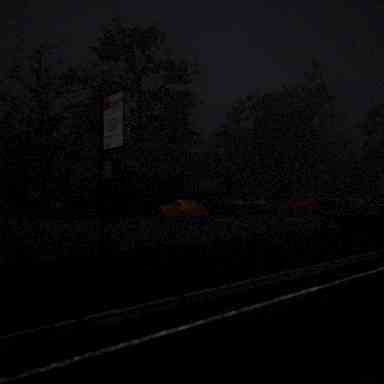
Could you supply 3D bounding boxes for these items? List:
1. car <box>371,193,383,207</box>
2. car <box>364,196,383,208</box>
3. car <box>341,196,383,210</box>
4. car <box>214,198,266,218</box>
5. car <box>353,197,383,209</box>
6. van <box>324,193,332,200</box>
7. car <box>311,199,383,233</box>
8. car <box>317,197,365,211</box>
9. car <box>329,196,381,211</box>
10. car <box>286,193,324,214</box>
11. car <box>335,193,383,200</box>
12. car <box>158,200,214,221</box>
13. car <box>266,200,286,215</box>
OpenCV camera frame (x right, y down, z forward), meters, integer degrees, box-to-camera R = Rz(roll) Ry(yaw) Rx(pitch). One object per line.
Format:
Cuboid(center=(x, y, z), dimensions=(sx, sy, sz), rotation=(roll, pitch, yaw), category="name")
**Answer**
Cuboid(center=(28.637, 1.113, 46.905), dimensions=(2.435, 2.045, 5.566), rotation=(0, 0, -36), category="car")
Cuboid(center=(26.339, 1.386, 45.332), dimensions=(2.163, 1.488, 4.792), rotation=(0, 0, -36), category="car")
Cuboid(center=(21.828, 1.346, 42.065), dimensions=(2.097, 1.535, 5.008), rotation=(0, 0, -36), category="car")
Cuboid(center=(3.687, 1.332, 29.133), dimensions=(2.097, 1.535, 5.008), rotation=(0, 0, -35), category="car")
Cuboid(center=(24.107, 1.381, 43.665), dimensions=(2.163, 1.488, 4.792), rotation=(0, 0, -36), category="car")
Cuboid(center=(12.690, 1.100, 35.687), dimensions=(1.878, 1.987, 4.442), rotation=(0, 0, -35), category="van")
Cuboid(center=(8.995, 1.343, 16.842), dimensions=(2.231, 1.521, 4.892), rotation=(0, 0, -35), category="car")
Cuboid(center=(17.293, 1.376, 38.828), dimensions=(2.002, 1.452, 4.674), rotation=(0, 0, -36), category="car")
Cuboid(center=(19.666, 1.338, 40.298), dimensions=(1.946, 1.575, 5.366), rotation=(0, 0, -36), category="car")
Cuboid(center=(10.512, 1.198, 33.952), dimensions=(2.185, 1.767, 4.553), rotation=(0, 0, -36), category="car")
Cuboid(center=(11.256, 1.080, 18.494), dimensions=(2.435, 2.045, 5.566), rotation=(0, 0, -35), category="car")
Cuboid(center=(-0.843, 1.355, 25.894), dimensions=(2.097, 1.535, 5.008), rotation=(0, 0, -35), category="car")
Cuboid(center=(5.958, 1.366, 30.747), dimensions=(2.002, 1.452, 4.674), rotation=(0, 0, -35), category="car")
